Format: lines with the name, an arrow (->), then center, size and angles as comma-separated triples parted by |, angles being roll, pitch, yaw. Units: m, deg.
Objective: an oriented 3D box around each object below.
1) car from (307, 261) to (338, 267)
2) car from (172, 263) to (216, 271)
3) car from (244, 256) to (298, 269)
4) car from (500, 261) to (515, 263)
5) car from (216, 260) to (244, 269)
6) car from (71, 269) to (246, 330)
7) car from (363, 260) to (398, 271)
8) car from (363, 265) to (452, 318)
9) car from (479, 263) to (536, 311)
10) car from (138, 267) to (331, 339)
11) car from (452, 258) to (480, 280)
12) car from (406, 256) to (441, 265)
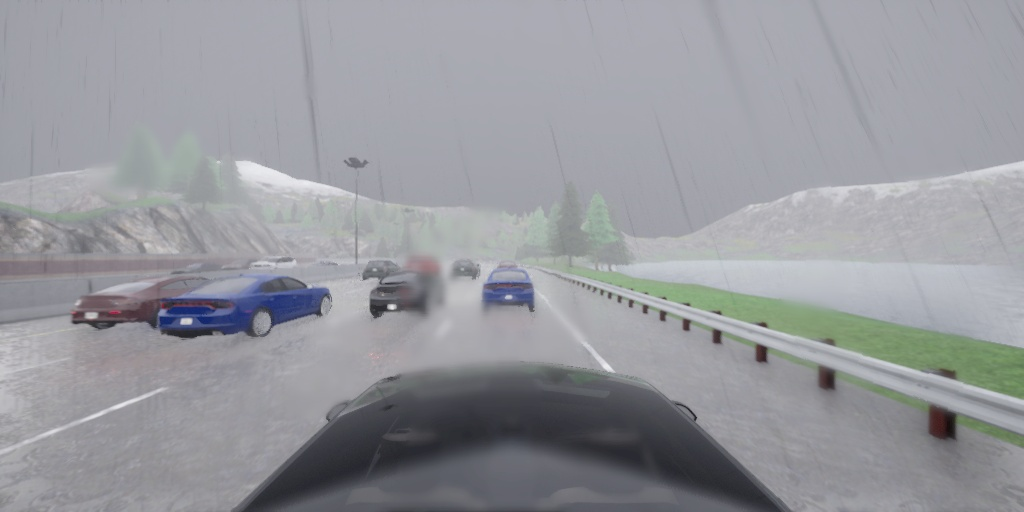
car -> -21.885, 1.305, 41.499 | 2.128, 1.511, 4.902 | 0, 0, -3
car -> -32.198, 1.420, 37.215 | 2.033, 1.411, 5.357 | 0, 0, -1
car -> -25.245, 1.054, 38.251 | 2.150, 2.045, 5.566 | 0, 0, -2
car -> -0.431, 1.189, 34.128 | 1.882, 1.535, 5.008 | 0, 0, -1
car -> -28.785, 1.204, 38.651 | 2.097, 1.767, 4.553 | 0, 0, -2
car -> -10.575, 1.319, 11.291 | 1.812, 1.442, 4.674 | 0, 0, -1
car -> -10.880, 1.121, 30.462 | 2.097, 1.767, 4.553 | 0, 0, -1
car -> -3.597, 1.260, 13.114 | 1.837, 1.490, 4.892 | 0, 0, -1
car -> -0.119, 1.212, 14.445 | 1.882, 1.535, 5.008 | 0, 0, -1
car -> -7.065, 1.253, 10.227 | 1.882, 1.535, 5.008 | 0, 0, -1
car -> -3.881, 1.085, 30.578 | 2.097, 1.767, 4.553 | 0, 0, -1
car -> -7.372, 0.975, 30.218 | 2.150, 2.045, 5.566 | 0, 0, -1
